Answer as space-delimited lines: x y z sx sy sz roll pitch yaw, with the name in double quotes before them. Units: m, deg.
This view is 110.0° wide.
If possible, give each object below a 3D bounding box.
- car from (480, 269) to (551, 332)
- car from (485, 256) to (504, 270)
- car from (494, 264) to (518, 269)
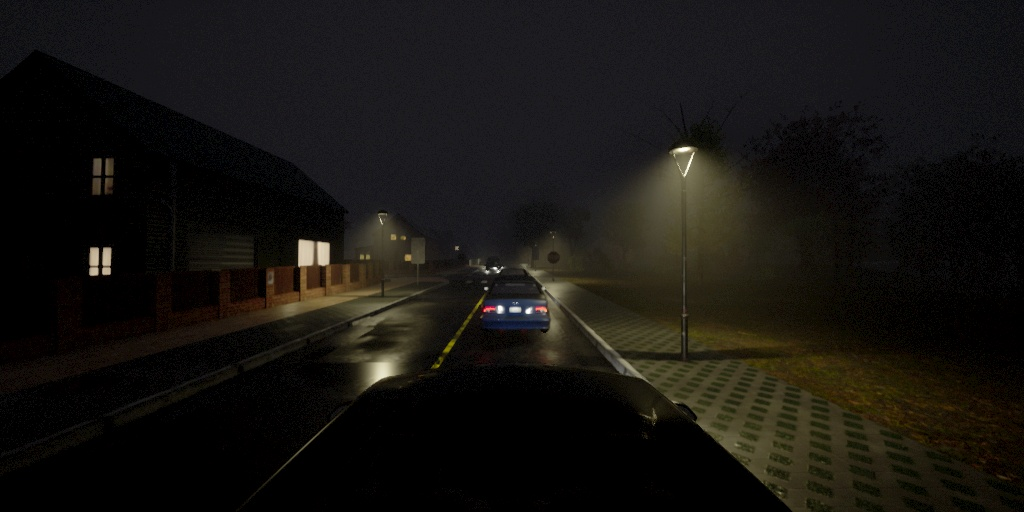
"car" 0.087 1.299 10.859 2.033 1.411 5.357 0 0 0
"car" -2.803 1.048 53.696 2.150 2.045 5.566 0 0 0
"car" 0.070 1.361 20.922 1.895 1.301 4.718 0 0 0
